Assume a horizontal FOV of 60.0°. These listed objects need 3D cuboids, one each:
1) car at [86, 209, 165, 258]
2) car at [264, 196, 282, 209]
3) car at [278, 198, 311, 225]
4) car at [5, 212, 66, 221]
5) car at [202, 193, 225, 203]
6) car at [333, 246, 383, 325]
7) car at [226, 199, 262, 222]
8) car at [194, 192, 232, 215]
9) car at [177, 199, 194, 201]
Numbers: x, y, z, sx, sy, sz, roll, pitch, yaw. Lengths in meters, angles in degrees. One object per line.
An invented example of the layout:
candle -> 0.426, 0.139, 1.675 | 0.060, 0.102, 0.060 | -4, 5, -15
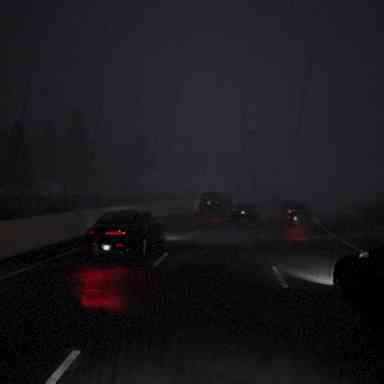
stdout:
car -> -2.291, 1.417, 12.529 | 1.837, 1.490, 4.892 | 0, 0, 7
car -> 10.127, 1.267, 40.250 | 2.128, 1.511, 4.902 | 0, 1, 26
car -> 7.055, 1.379, 22.908 | 1.837, 1.490, 4.892 | 0, 0, 15
car -> -8.339, 1.415, 19.417 | 1.994, 1.385, 4.181 | 0, 0, 12
car -> 3.788, 0.996, 57.565 | 2.097, 1.767, 4.553 | 0, 0, 34
car -> 3.976, 1.539, 5.619 | 1.994, 1.385, 4.181 | 0, 0, 4
car -> 4.158, 1.414, 25.354 | 1.994, 1.385, 4.181 | 0, 0, 16
car -> 2.336, 1.030, 31.148 | 2.150, 2.045, 5.566 | 0, 0, 19
car -> -1.357, 0.860, 55.996 | 2.150, 2.045, 5.566 | 0, 0, 32
